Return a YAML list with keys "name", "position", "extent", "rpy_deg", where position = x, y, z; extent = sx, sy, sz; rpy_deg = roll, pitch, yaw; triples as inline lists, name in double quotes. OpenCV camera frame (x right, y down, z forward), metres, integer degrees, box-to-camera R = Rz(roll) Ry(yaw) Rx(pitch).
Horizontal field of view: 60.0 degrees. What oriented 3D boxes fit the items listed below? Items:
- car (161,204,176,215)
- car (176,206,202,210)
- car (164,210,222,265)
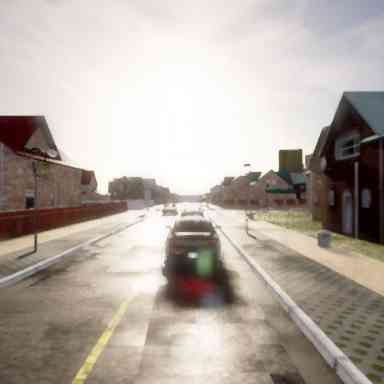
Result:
- name: "car"
  position: [-2.779, 2.173, 42.318]
  extent: [2.033, 1.411, 5.357]
  rpy_deg: [0, -1, 0]
- name: "car"
  position: [0.041, 1.865, 27.333]
  extent: [2.128, 1.511, 4.902]
  rpy_deg: [0, -1, 1]
- name: "car"
  position: [0.045, 1.657, 12.337]
  extent: [1.837, 1.490, 4.892]
  rpy_deg: [0, 0, 0]
